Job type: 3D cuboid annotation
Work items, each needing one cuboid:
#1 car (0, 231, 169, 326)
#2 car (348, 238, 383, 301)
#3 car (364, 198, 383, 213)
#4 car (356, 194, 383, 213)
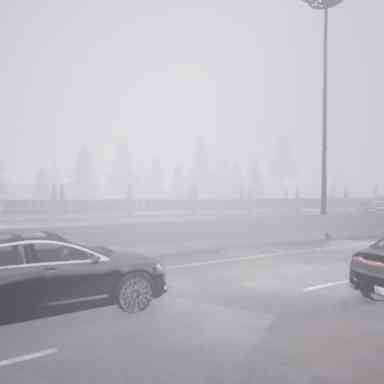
[{"bbox_3d":[-2.743,1.458,5.916,4.902,1.511,2.128,0,0,-35],"label":"car"},{"bbox_3d":[5.349,1.477,6.859,4.902,1.511,2.128,0,0,-30],"label":"car"},{"bbox_3d":[17.088,1.484,27.456,4.892,1.490,1.837,0,0,-18],"label":"car"},{"bbox_3d":[18.352,1.204,31.568,5.566,2.045,2.150,0,0,-16],"label":"car"}]
